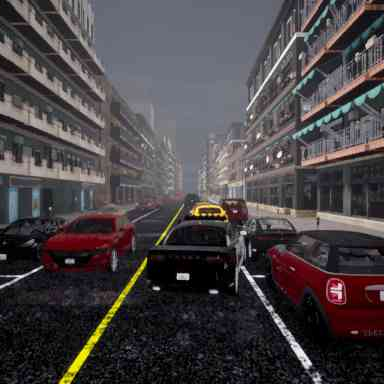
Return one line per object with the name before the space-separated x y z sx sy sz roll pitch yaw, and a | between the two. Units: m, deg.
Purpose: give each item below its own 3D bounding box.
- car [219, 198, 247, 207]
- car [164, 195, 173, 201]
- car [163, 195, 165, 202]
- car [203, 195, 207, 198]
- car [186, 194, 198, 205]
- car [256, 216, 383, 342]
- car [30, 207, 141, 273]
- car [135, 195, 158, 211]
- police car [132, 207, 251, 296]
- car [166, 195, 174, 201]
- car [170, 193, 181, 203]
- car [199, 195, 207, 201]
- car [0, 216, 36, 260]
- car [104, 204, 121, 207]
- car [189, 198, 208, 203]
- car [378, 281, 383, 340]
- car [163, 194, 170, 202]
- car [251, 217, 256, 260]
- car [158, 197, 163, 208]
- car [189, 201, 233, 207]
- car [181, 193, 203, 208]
car | 2.718 1.312 23.379 2.192 1.841 5.009 0 0 0
car | -5.602 1.415 79.755 1.967 1.590 4.097 0 0 0
car | -5.634 1.570 51.574 1.802 1.307 4.206 0 0 0
car | 2.772 1.503 74.276 1.752 1.417 4.829 0 0 0
car | 0.064 1.337 59.954 2.097 1.767 4.553 0 0 0
car | 2.699 1.440 6.470 1.967 1.590 4.097 0 0 0
car | -3.088 1.477 10.920 1.882 1.535 5.008 0 0 0
car | -5.645 1.432 40.301 1.967 1.590 4.097 0 0 0
police car | 0.398 1.421 8.943 1.930 1.638 5.238 -1 0 13
car | -5.596 1.517 85.392 1.887 1.381 4.507 0 0 0
car | -2.924 1.201 70.126 2.150 2.045 5.566 0 0 0
car | 2.784 1.517 85.379 1.887 1.381 4.507 0 0 0
car | -5.676 1.565 12.118 1.947 1.339 4.313 0 0 0
car | -5.664 1.523 23.221 1.752 1.417 4.829 0 0 0
car | 0.856 1.453 24.787 1.801 1.575 5.366 0 0 -1
car | 2.692 1.545 0.833 1.887 1.381 4.507 0 0 0
car | -5.607 1.293 74.119 2.192 1.841 5.009 0 0 0
car | 2.705 1.550 12.105 2.008 1.369 4.403 0 0 0
car | -5.638 1.305 45.938 2.192 1.841 5.009 0 0 0
car | 0.920 1.476 18.605 1.882 1.535 5.008 0 0 0
car | 0.052 1.212 45.263 2.150 2.045 5.566 0 0 0
